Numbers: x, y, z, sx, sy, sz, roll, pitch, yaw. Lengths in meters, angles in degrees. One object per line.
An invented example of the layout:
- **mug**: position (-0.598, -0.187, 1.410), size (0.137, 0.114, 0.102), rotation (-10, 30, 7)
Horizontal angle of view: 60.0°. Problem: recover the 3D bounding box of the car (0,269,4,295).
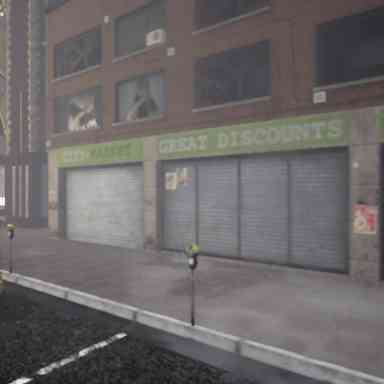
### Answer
- **car**: position (-5.809, 1.503, 7.026), size (4.829, 1.417, 1.752), rotation (0, 0, 36)
